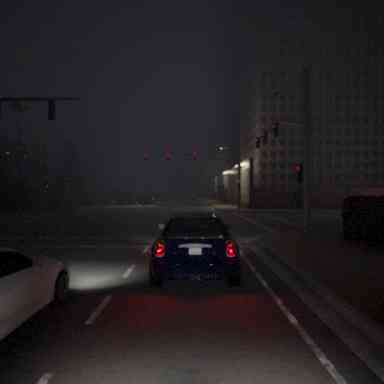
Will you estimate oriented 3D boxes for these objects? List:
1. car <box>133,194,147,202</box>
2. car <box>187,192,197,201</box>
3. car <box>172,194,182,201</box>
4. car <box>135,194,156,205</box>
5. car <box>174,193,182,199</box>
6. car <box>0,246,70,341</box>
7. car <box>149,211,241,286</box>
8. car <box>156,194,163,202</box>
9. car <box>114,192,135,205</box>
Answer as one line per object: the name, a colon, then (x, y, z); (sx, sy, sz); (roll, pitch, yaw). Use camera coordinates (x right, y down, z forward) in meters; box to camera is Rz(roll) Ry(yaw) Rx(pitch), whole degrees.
car: (-10.487, 1.168, 67.266); (1.882, 1.535, 5.008); (0, 1, 0)
car: (0.017, 1.188, 74.468); (2.033, 1.411, 5.357); (0, 0, 0)
car: (-3.483, 1.124, 74.879); (1.882, 1.535, 5.008); (0, 0, 0)
car: (-7.063, 1.289, 51.353); (1.812, 1.442, 4.674); (0, 0, 0)
car: (-3.481, 1.031, 85.132); (1.895, 1.301, 4.718); (0, 0, 0)
car: (-3.438, 1.502, 4.978); (1.812, 1.442, 4.674); (0, 0, 0)
car: (0.085, 1.308, 9.415); (2.097, 1.767, 4.553); (0, 0, 0)
car: (-6.992, 1.191, 67.165); (1.837, 1.490, 4.892); (0, 1, 0)
car: (-10.558, 0.983, 51.692); (2.150, 2.045, 5.566); (0, 0, 0)
